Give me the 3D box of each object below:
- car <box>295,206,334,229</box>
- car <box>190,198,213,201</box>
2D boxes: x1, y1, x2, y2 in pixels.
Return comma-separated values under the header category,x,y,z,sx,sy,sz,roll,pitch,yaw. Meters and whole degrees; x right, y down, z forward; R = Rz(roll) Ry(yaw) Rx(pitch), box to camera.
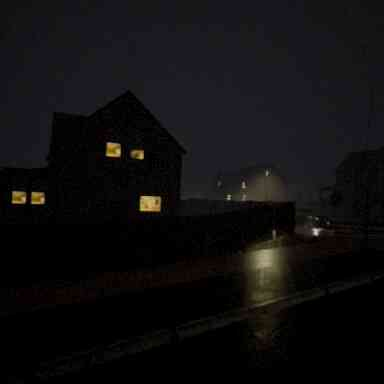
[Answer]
category,x,y,z,sx,sy,sz,roll,pitch,yaw
car,7.601,1.745,23.244,1.812,1.442,4.674,3,-2,-28
car,1.261,1.691,35.974,2.150,2.045,5.566,3,-2,-23
